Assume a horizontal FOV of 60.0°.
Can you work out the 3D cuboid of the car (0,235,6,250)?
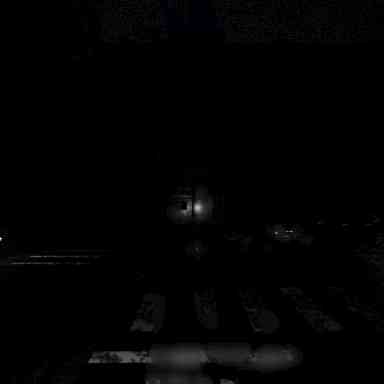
[{"bbox_3d":[-9.201,1.548,10.913,5.357,1.411,2.033,0,0,0],"label":"car"}]

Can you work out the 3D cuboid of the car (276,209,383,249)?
[{"bbox_3d":[5.999,1.499,13.910,4.892,1.490,1.837,0,0,0],"label":"car"}]
